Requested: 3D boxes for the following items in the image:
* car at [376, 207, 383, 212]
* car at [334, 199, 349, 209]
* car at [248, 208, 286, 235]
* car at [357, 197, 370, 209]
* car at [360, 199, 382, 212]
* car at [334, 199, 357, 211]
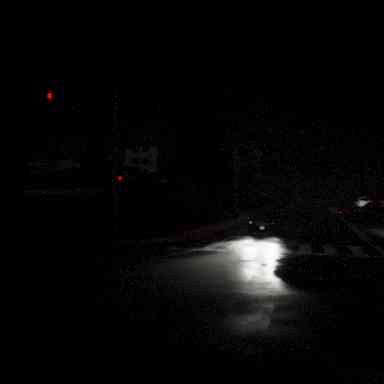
[{"bbox_3d":[10.144,1.643,15.258,2.128,1.511,4.902,-1,-1,22],"label":"car"},{"bbox_3d":[26.298,2.065,58.635,2.097,1.767,4.553,-1,-1,20],"label":"car"},{"bbox_3d":[4.865,1.810,21.234,2.128,1.511,4.902,-1,-1,21],"label":"car"},{"bbox_3d":[29.535,1.870,57.311,2.150,2.045,5.566,-1,-1,20],"label":"car"},{"bbox_3d":[26.048,2.077,47.889,2.033,1.411,5.357,-1,-1,20],"label":"car"},{"bbox_3d":[23.185,1.957,50.243,2.097,1.767,4.553,-1,-1,20],"label":"car"}]
